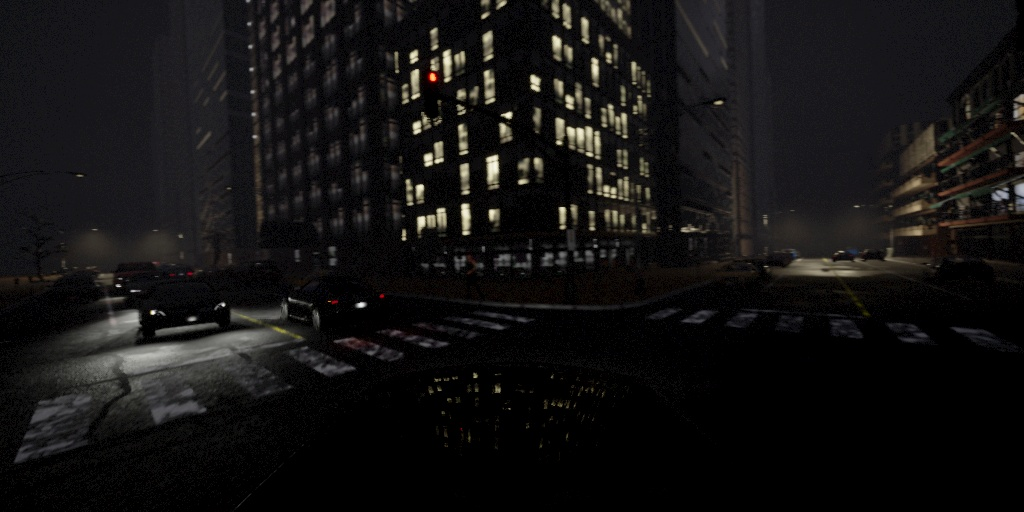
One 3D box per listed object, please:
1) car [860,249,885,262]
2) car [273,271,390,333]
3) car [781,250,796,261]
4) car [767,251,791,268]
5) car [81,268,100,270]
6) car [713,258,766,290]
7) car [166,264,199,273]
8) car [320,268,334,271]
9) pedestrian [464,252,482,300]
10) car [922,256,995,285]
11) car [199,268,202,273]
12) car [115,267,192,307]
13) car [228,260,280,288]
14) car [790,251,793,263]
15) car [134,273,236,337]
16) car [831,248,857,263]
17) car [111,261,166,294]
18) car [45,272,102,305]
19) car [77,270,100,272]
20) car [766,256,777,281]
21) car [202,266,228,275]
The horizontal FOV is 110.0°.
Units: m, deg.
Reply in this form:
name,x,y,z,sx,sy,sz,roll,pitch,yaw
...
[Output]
name,x,y,z,sx,sy,sz,roll,pitch,yaw
car,43.842,-0.131,43.637,1.967,1.591,4.097,0,0,40
car,-5.575,1.334,11.148,4.181,1.385,1.994,-1,1,43
car,33.795,0.268,44.730,1.888,1.381,4.507,0,0,40
car,26.497,0.489,36.094,1.888,1.381,4.507,0,0,40
car,-36.766,2.023,30.835,4.207,1.307,1.802,0,0,41
car,11.790,0.911,18.694,1.751,1.417,4.829,0,0,40
car,-32.062,1.763,34.380,5.357,1.411,2.033,-1,1,41
car,-9.543,1.296,18.205,4.829,1.417,1.751,0,0,41
pedestrian,-1.534,0.724,13.619,0.375,1.860,0.375,-2,1,41
car,21.945,0.643,17.730,2.007,1.370,4.403,0,0,40
car,-31.301,1.719,37.182,4.207,1.307,1.802,0,0,41
car,-17.891,1.551,17.810,4.902,1.511,2.128,-1,1,41
car,-18.533,1.239,26.075,5.009,1.841,2.192,0,0,41
car,30.146,0.415,40.412,1.802,1.307,4.207,0,0,40
car,-10.412,1.458,11.297,4.674,1.442,1.812,-1,1,42
car,40.650,0.086,44.048,1.994,1.385,4.181,-2,0,40
car,-25.892,1.415,24.774,5.566,2.045,2.150,-1,1,42
car,-23.994,1.793,19.726,4.313,1.339,1.948,0,0,41
car,-28.251,1.849,23.429,4.403,1.370,2.007,0,0,41
car,15.548,0.841,23.141,1.948,1.339,4.313,0,0,40
car,-27.044,1.612,33.480,4.507,1.381,1.888,0,0,41
